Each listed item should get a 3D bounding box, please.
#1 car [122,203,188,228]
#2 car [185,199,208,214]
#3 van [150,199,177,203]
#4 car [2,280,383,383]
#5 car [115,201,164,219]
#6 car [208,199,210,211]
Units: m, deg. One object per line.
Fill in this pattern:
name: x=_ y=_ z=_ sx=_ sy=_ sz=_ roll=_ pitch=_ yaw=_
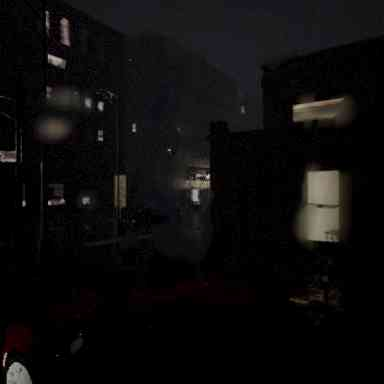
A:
car: x=-2.539 y=1.700 z=23.297 sx=2.008 sy=1.369 sz=4.403 roll=-1 pitch=-2 yaw=35
car: x=-0.240 y=1.858 z=41.417 sx=1.967 sy=1.590 sz=4.097 roll=-1 pitch=-2 yaw=35
van: x=-3.306 y=1.661 z=36.966 sx=1.690 sy=1.788 sz=3.998 roll=-1 pitch=-2 yaw=35
car: x=0.033 y=1.525 z=3.008 sx=4.507 sy=1.381 sz=1.887 roll=1 pitch=0 yaw=35
car: x=-4.901 y=1.772 z=30.049 sx=1.994 sy=1.385 sz=4.181 roll=0 pitch=-1 yaw=35
car: x=2.825 y=1.831 z=45.873 sx=2.192 sy=1.841 sz=5.009 roll=-1 pitch=-2 yaw=35
